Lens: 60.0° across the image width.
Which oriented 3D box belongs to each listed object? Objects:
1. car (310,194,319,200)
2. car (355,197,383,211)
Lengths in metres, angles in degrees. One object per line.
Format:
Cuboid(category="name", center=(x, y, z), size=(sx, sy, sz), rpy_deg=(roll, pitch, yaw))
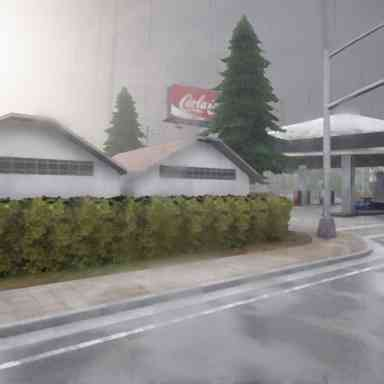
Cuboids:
Cuboid(category="car", center=(32.370, 1.298, 89.142), size=(2.152, 1.636, 5.027), rpy_deg=(0, 0, -36))
Cuboid(category="car", center=(21.300, 1.463, 39.649), size=(4.611, 1.667, 2.242), rpy_deg=(0, 0, -36))
